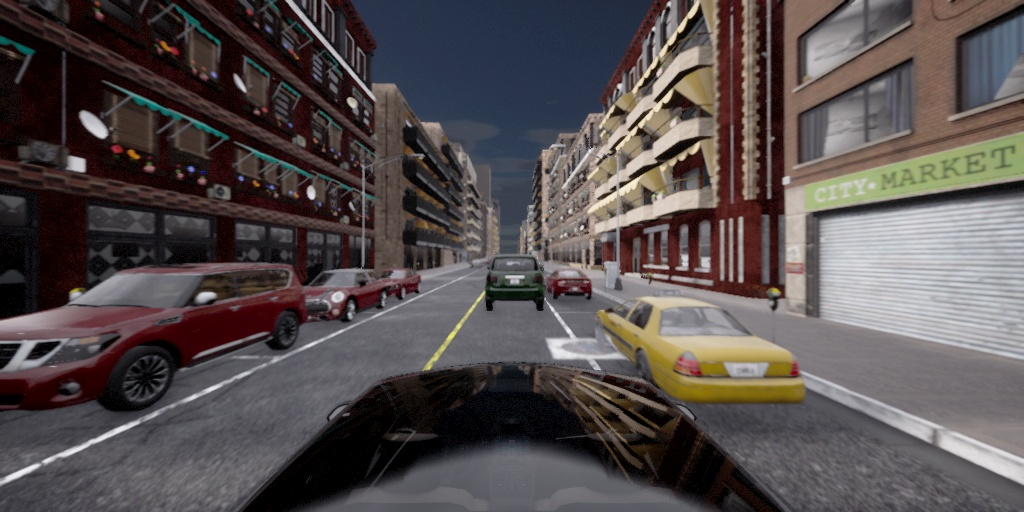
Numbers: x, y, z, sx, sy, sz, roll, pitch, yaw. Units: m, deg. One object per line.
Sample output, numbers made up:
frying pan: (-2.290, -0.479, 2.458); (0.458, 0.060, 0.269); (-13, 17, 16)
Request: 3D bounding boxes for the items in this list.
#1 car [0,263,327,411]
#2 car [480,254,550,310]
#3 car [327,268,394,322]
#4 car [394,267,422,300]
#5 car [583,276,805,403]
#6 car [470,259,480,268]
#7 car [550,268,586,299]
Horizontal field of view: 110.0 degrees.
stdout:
car: (-5.691, 1.057, 6.272); (2.192, 1.841, 5.009); (0, 0, 0)
car: (0.115, 0.950, 14.757); (2.150, 2.045, 5.566); (0, 0, 0)
car: (-5.689, 1.173, 11.908); (1.967, 1.591, 4.097); (0, 0, 0)
car: (-5.687, 1.269, 17.545); (1.888, 1.381, 4.507); (0, 0, 0)
car: (2.690, 1.268, 6.436); (1.751, 1.417, 4.829); (0, 0, 0)
car: (-5.675, 1.204, 56.998); (2.007, 1.370, 4.403); (0, 0, 0)
car: (2.693, 1.269, 17.538); (1.888, 1.381, 4.507); (0, 0, 0)
